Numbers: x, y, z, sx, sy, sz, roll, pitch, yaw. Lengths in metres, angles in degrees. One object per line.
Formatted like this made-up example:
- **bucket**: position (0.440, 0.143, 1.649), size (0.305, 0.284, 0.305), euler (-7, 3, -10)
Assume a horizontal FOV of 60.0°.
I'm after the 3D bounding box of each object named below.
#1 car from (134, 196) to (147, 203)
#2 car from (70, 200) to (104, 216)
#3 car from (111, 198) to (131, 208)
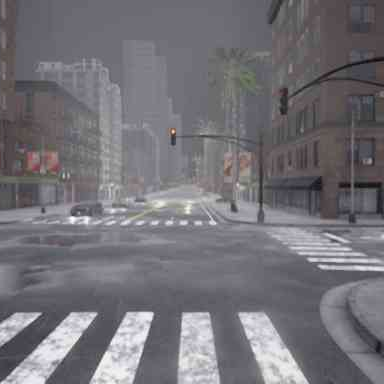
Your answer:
- **car**: position (-9.790, 1.396, 63.476), size (1.994, 1.385, 4.181), euler (0, 0, 0)
- **car**: position (-9.855, 1.476, 31.753), size (2.033, 1.411, 5.357), euler (0, 0, 0)
- **car**: position (-9.849, 1.492, 46.406), size (1.895, 1.301, 4.718), euler (0, 0, 1)
